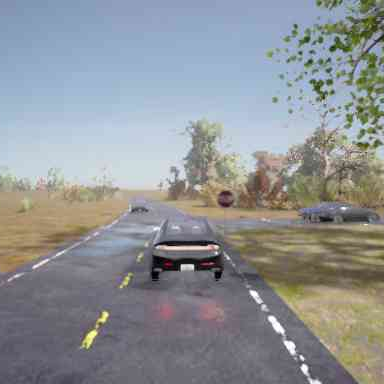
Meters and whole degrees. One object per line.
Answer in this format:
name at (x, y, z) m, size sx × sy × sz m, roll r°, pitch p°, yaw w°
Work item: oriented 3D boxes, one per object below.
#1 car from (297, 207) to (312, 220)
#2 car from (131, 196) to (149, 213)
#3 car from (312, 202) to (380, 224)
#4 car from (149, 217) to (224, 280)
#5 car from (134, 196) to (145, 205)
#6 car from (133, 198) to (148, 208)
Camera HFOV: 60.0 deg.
car at (11.099, 1.551, 27.559) m, size 4.674 × 1.442 × 1.812 m, roll 0°, pitch 0°, yaw -9°
car at (-5.801, 1.544, 37.315) m, size 2.033 × 1.411 × 5.357 m, roll 0°, pitch 0°, yaw -8°
car at (11.428, 1.582, 24.342) m, size 4.181 × 1.385 × 1.994 m, roll 0°, pitch 0°, yaw -10°
car at (-0.184, 1.491, 9.928) m, size 2.128 × 1.511 × 4.902 m, roll 0°, pitch 0°, yaw -2°
car at (-9.557, 1.515, 60.232) m, size 1.812 × 1.442 × 4.674 m, roll 0°, pitch 0°, yaw -9°
car at (-7.382, 1.557, 47.667) m, size 1.994 × 1.385 × 4.181 m, roll 0°, pitch 0°, yaw -9°
